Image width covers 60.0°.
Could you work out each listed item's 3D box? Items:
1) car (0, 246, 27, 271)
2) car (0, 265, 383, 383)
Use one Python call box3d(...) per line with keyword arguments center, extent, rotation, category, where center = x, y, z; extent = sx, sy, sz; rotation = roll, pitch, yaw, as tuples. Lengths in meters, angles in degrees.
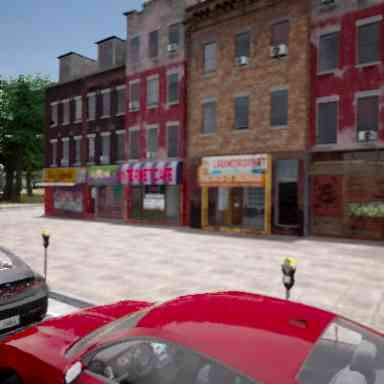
box3d(center=(-4.282, 1.564, 5.837), extent=(4.403, 1.369, 2.008), rotation=(0, 1, 35), category="car")
box3d(center=(0.125, 1.547, 2.707), extent=(4.507, 1.381, 1.887), rotation=(0, 1, 35), category="car")
